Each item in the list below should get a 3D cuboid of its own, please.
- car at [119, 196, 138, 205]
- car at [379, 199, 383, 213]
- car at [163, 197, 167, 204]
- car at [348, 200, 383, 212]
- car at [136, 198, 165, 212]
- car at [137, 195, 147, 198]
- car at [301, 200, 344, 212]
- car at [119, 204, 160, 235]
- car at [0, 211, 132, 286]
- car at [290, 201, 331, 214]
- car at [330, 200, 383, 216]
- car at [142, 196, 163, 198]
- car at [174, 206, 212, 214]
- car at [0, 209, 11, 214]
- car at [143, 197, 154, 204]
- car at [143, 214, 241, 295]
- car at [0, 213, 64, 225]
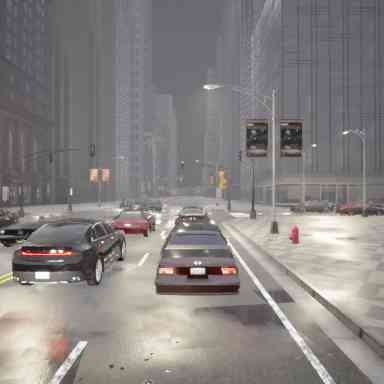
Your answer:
[{"bbox_3d":[-9.866,1.733,50.816,1.837,1.490,4.892,0,0,-2],"label":"car"},{"bbox_3d":[23.350,1.514,36.214,5.008,1.535,1.882,0,-1,-1],"label":"car"},{"bbox_3d":[-6.487,1.730,70.577,2.097,1.767,4.553,0,0,0],"label":"car"},{"bbox_3d":[20.832,1.642,38.930,4.313,1.339,1.947,0,0,-1],"label":"car"},{"bbox_3d":[-5.006,1.721,39.870,1.994,1.385,4.181,0,0,-20],"label":"car"},{"bbox_3d":[-9.783,1.548,64.421,2.150,2.045,5.566,0,0,0],"label":"car"},{"bbox_3d":[15.192,1.661,38.843,4.313,1.339,1.947,0,0,-1],"label":"car"},{"bbox_3d":[-3.147,1.601,18.338,1.994,1.385,4.181,0,0,0],"label":"car"},{"bbox_3d":[-3.149,1.516,9.437,1.837,1.490,4.892,0,0,0],"label":"car"},{"bbox_3d":[12.863,1.635,36.051,4.181,1.385,1.994,0,-1,-2],"label":"car"},{"bbox_3d":[15.321,1.576,30.320,4.206,1.307,1.802,0,0,-1],"label":"car"},{"bbox_3d":[-6.577,1.807,55.381,2.033,1.411,5.357,0,0,0],"label":"car"},{"bbox_3d":[0.050,1.543,18.592,1.837,1.490,4.892,0,0,1],"label":"car"},{"bbox_3d":[-9.846,1.530,15.316,1.837,1.490,4.892,0,0,0],"label":"car"},{"bbox_3d":[-9.736,1.938,75.288,1.812,1.442,4.674,0,0,0],"label":"car"},{"bbox_3d":[0.108,1.557,8.853,2.033,1.411,5.357,0,0,0],"label":"car"},{"bbox_3d":[-6.597,1.625,15.001,1.895,1.301,4.718,0,0,0],"label":"car"}]
